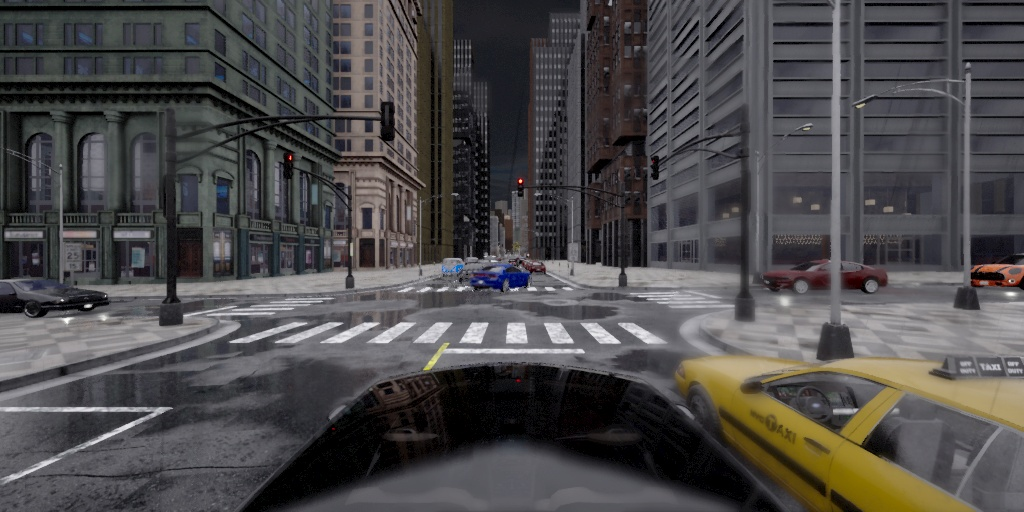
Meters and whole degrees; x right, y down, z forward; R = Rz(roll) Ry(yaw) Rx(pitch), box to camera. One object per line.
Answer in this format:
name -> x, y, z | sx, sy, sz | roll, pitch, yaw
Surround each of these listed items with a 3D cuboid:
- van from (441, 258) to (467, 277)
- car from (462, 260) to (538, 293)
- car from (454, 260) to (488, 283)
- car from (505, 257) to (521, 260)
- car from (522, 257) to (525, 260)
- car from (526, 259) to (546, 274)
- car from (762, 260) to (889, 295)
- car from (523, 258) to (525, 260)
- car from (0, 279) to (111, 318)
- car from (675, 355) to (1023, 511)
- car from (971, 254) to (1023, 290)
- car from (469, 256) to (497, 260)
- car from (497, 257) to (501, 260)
van -> -5.743, 1.097, 34.792 | 1.690, 1.789, 3.998 | 0, 0, 0
car -> -0.527, 1.218, 20.969 | 1.882, 1.535, 5.008 | 1, 1, 27
car -> -3.064, 1.258, 28.222 | 1.837, 1.490, 4.892 | 0, 0, 0
car -> 0.163, 1.279, 61.672 | 1.837, 1.490, 4.892 | 0, 0, 0
car -> 2.832, 1.296, 57.036 | 1.751, 1.417, 4.829 | 0, 0, 0
car -> 2.819, 1.304, 40.290 | 1.888, 1.381, 4.507 | 0, 0, 0
car -> 14.707, 0.948, 17.036 | 5.008, 1.535, 1.882 | -1, 0, 2
car -> 2.827, 1.312, 51.341 | 1.888, 1.381, 4.507 | 0, 0, 0
car -> -19.185, 1.608, 14.000 | 5.357, 1.411, 2.033 | -1, 0, 0
car -> 2.769, 1.275, 2.368 | 1.751, 1.417, 4.829 | 0, 0, 0
car -> 24.629, 0.656, 16.990 | 4.553, 1.767, 2.097 | -1, 0, 0
car -> -3.060, 1.110, 38.493 | 2.097, 1.767, 4.553 | 0, 0, 0
car -> -3.041, 0.985, 48.931 | 2.150, 2.045, 5.566 | 0, 0, 0
